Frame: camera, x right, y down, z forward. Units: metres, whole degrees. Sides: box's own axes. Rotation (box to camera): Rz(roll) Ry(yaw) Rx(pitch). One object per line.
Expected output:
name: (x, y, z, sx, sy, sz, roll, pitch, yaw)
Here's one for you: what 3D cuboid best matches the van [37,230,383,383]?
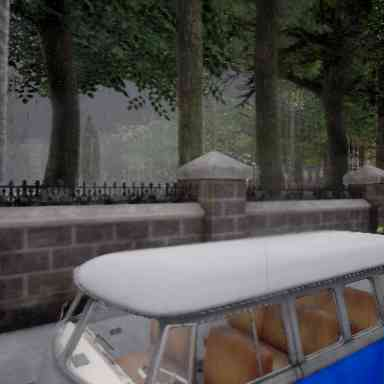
van: (0.754, 1.326, 2.941, 3.998, 1.788, 1.690, 0, 0, -35)
